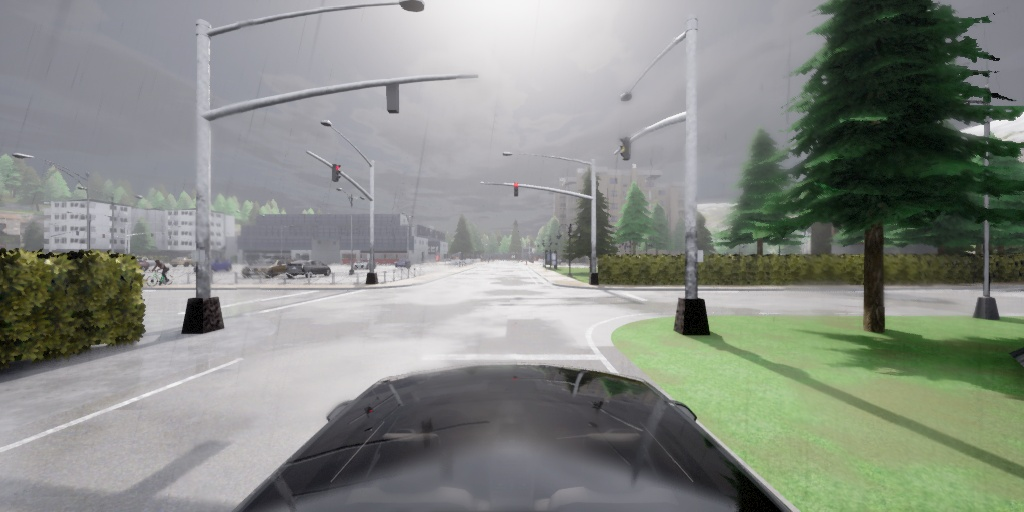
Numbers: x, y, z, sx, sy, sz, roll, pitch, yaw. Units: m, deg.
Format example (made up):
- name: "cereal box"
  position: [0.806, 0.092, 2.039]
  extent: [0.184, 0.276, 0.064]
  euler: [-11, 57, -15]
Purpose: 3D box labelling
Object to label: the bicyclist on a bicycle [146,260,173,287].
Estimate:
- name: "bicyclist on a bicycle"
  position: [-21.760, 1.051, 22.163]
  extent: [0.582, 1.620, 1.656]
  euler: [0, 0, 1]
